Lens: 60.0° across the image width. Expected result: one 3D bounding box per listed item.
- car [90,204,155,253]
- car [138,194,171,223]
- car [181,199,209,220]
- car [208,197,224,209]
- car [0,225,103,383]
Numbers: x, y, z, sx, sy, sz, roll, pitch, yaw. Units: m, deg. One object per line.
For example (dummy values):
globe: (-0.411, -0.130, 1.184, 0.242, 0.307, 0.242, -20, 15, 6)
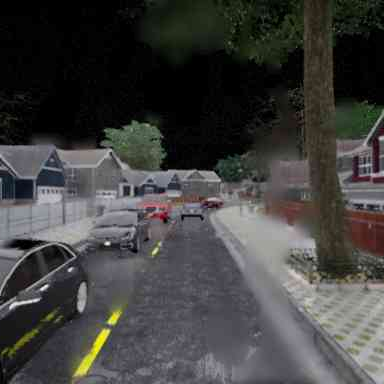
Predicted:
car: (-2.831, 1.468, 13.613, 1.837, 1.490, 4.892, 0, 1, 0)
car: (-2.750, 1.147, 25.003, 2.150, 2.045, 5.566, 0, 0, 0)
car: (0.114, 1.478, 27.215, 2.033, 1.411, 5.357, 0, 0, 3)
car: (2.965, 1.462, 44.308, 1.882, 1.535, 5.008, 0, 0, 16)
car: (-2.846, 1.493, 4.517, 1.837, 1.490, 4.892, 0, 0, 0)
